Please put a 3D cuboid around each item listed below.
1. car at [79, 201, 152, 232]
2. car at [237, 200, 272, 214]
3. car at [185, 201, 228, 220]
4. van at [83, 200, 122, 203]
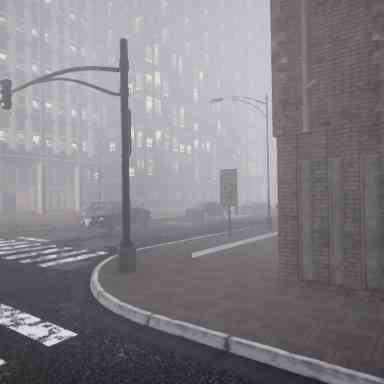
[{"bbox_3d":[-4.609,1.557,20.959,2.128,1.511,4.902,-1,-1,34],"label":"car"},{"bbox_3d":[7.273,1.707,37.494,1.895,1.301,4.718,-1,-1,36],"label":"car"},{"bbox_3d":[1.318,1.563,29.206,1.882,1.535,5.008,-1,-1,36],"label":"car"},{"bbox_3d":[-5.985,1.460,23.474,1.690,1.788,3.998,-2,-1,36],"label":"van"}]
